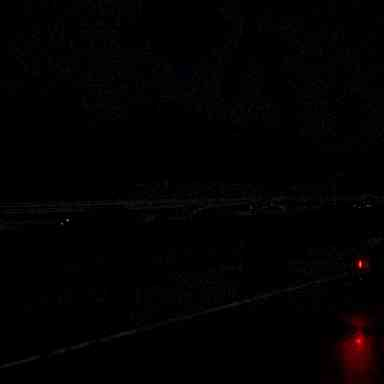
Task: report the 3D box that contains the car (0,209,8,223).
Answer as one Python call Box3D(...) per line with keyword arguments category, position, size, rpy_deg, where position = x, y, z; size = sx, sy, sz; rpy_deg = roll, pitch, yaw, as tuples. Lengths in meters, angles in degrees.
Box3D(category="car", position=(-13.714, 1.491, 19.735), size=(4.902, 1.511, 2.128), rpy_deg=(0, 0, -37))

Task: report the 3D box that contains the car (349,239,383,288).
Box3D(category="car", position=(5.852, 1.571, 7.925), size=(4.718, 1.301, 1.895), rpy_deg=(0, 0, -36))

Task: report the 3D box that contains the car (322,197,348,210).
Box3D(category="car", position=(16.635, 1.257, 37.359), size=(5.008, 1.535, 1.882), rpy_deg=(-1, 0, -35))

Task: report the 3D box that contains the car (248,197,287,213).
Box3D(category="car", position=(8.065, 1.338, 35.545), size=(4.902, 1.511, 2.128), rpy_deg=(-1, 0, -35))

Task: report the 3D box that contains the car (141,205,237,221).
Box3D(category="car", position=(0.195, 1.458, 17.032), size=(4.902, 1.511, 2.128), rpy_deg=(0, 0, -36))

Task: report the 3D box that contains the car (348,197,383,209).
Box3D(category="car", position=(18.645, 1.285, 34.492), size=(4.892, 1.490, 1.837), rpy_deg=(-1, 0, -35))

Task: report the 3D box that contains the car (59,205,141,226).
Box3D(category="car", position=(-5.629, 1.524, 21.475), size=(5.357, 1.411, 2.033), rpy_deg=(0, 0, -36))
